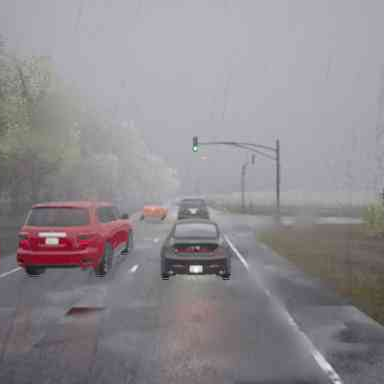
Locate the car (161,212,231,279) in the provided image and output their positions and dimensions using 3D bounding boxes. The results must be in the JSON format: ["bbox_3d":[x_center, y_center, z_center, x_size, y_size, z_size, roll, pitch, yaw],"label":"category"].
[{"bbox_3d":[0.098,1.584,10.312,1.837,1.490,4.892,0,0,0],"label":"car"}]

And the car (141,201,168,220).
[{"bbox_3d":[-3.407,1.584,31.087,2.097,1.767,4.553,0,-1,0],"label":"car"}]

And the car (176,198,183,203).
[{"bbox_3d":[-3.525,2.272,93.715,1.895,1.301,4.718,0,0,0],"label":"car"}]

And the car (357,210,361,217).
[{"bbox_3d":[19.329,2.018,33.738,4.892,1.490,1.837,1,-1,0],"label":"car"}]

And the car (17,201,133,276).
[{"bbox_3d":[-3.397,1.304,10.754,2.150,2.045,5.566,0,0,0],"label":"car"}]

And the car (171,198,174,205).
[{"bbox_3d":[-3.504,2.069,72.458,2.033,1.411,5.357,0,0,0],"label":"car"}]

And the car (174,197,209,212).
[{"bbox_3d":[0.095,1.409,24.519,2.150,2.045,5.566,0,0,0],"label":"car"}]
